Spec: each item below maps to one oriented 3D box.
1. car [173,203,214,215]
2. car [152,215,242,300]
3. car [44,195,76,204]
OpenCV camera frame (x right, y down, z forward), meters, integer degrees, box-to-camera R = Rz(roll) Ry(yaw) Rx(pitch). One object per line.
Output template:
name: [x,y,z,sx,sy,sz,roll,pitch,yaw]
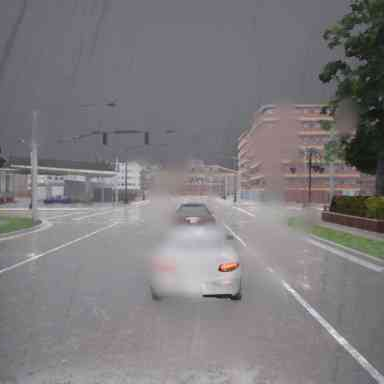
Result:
car: [0.081,1.352,17.225,2.097,1.767,4.553,0,0,0]
car: [0.095,1.526,8.232,1.812,1.442,4.674,0,0,0]
car: [-23.380,1.295,57.957,4.611,1.667,2.242,0,0,1]
